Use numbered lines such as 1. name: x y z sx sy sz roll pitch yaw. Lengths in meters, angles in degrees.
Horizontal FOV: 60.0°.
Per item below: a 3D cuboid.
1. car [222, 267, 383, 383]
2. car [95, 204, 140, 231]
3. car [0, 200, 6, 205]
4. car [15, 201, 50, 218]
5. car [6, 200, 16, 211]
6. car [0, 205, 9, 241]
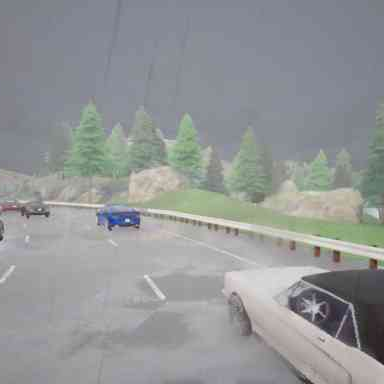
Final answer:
1. car: 1.986 1.600 3.979 1.895 1.301 4.718 0 0 -16
2. car: -4.786 1.475 21.062 1.882 1.535 5.008 0 0 -27
3. car: -18.890 1.216 30.400 2.150 2.045 5.566 0 0 -37
4. car: -14.180 1.544 29.925 2.033 1.411 5.357 0 0 -34
5. car: -20.934 1.560 38.140 1.994 1.385 4.181 0 0 -43
6. car: -9.006 1.503 13.784 1.837 1.490 4.892 0 0 -24
